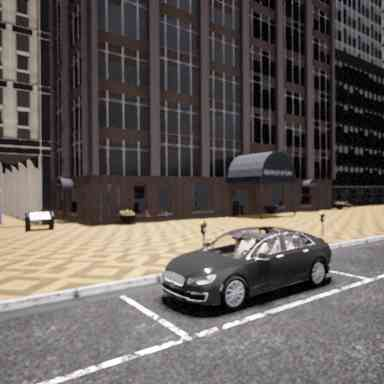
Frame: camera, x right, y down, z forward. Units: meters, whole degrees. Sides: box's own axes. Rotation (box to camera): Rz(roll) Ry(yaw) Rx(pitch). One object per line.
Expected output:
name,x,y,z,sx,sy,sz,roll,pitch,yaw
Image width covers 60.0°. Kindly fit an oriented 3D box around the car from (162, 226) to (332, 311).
car,1.409,1.505,7.560,4.403,1.369,2.008,-1,0,-35
